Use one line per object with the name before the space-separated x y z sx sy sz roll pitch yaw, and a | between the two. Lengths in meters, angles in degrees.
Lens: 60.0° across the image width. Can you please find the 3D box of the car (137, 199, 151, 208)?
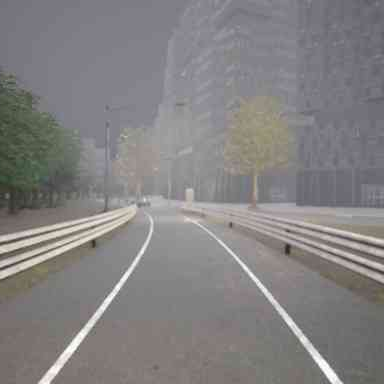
car | -8.361 1.898 57.201 2.128 1.511 4.902 1 -1 -20
